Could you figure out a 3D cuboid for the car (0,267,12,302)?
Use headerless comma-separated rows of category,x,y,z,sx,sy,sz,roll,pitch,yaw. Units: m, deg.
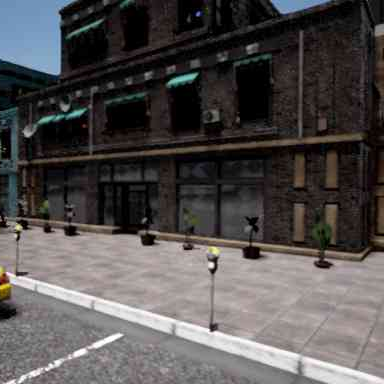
car,-5.553,1.537,6.820,4.829,1.417,1.752,0,1,35
